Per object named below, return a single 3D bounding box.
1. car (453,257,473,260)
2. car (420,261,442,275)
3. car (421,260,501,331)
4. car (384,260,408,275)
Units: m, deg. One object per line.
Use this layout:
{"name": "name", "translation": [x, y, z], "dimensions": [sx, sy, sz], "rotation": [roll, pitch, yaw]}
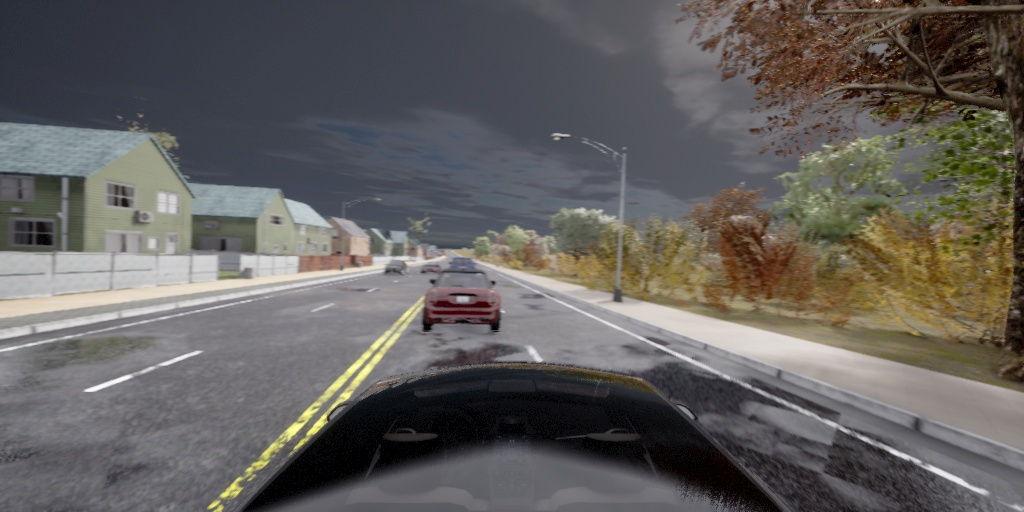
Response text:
{"name": "car", "translation": [-4.274, 1.115, 30.854], "dimensions": [2.150, 2.045, 5.566], "rotation": [2, -1, -8]}
{"name": "car", "translation": [-9.115, 1.372, 40.587], "dimensions": [1.994, 1.385, 4.181], "rotation": [2, -1, -8]}
{"name": "car", "translation": [-1.556, 1.147, 11.328], "dimensions": [2.097, 1.767, 4.553], "rotation": [2, -1, -8]}
{"name": "car", "translation": [-11.905, 1.175, 37.064], "dimensions": [1.837, 1.490, 4.892], "rotation": [2, -1, -8]}
